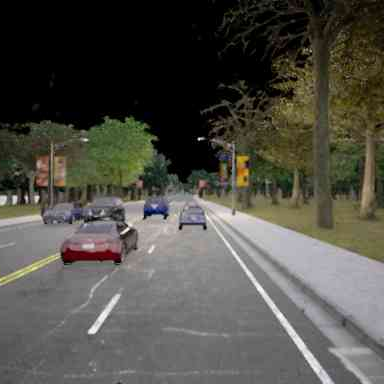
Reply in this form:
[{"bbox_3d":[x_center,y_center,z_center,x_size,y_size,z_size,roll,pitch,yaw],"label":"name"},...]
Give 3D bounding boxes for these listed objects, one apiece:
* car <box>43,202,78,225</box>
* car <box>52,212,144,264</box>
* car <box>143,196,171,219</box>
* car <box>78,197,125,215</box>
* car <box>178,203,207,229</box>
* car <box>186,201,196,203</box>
[{"bbox_3d":[-9.826,1.590,26.088,2.097,1.767,4.553,0,0,0],"label":"car"},{"bbox_3d":[-3.172,1.643,12.158,1.994,1.385,4.181,0,0,0],"label":"car"},{"bbox_3d":[-3.260,1.429,31.373,2.150,2.045,5.566,0,0,0],"label":"car"},{"bbox_3d":[-6.579,1.389,25.515,2.150,2.045,5.566,0,-1,0],"label":"car"},{"bbox_3d":[0.039,1.698,22.946,2.033,1.411,5.357,0,0,0],"label":"car"},{"bbox_3d":[-0.088,1.844,41.936,1.994,1.385,4.181,0,0,0],"label":"car"}]
